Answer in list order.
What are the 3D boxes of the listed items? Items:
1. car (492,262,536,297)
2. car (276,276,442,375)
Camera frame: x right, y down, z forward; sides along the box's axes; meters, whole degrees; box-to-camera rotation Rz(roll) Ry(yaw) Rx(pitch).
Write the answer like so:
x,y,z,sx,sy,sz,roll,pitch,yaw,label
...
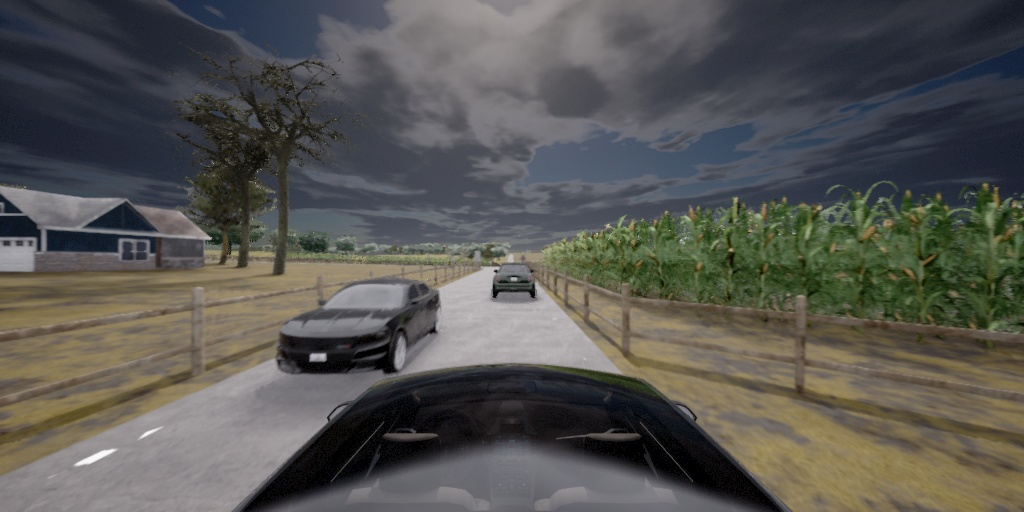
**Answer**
x,y,z,sx,sy,sz,roll,pitch,yaw,label
0.090,1.116,18.948,2.097,1.767,4.553,0,0,0,car
-2.818,1.228,7.741,1.882,1.535,5.008,0,0,0,car
